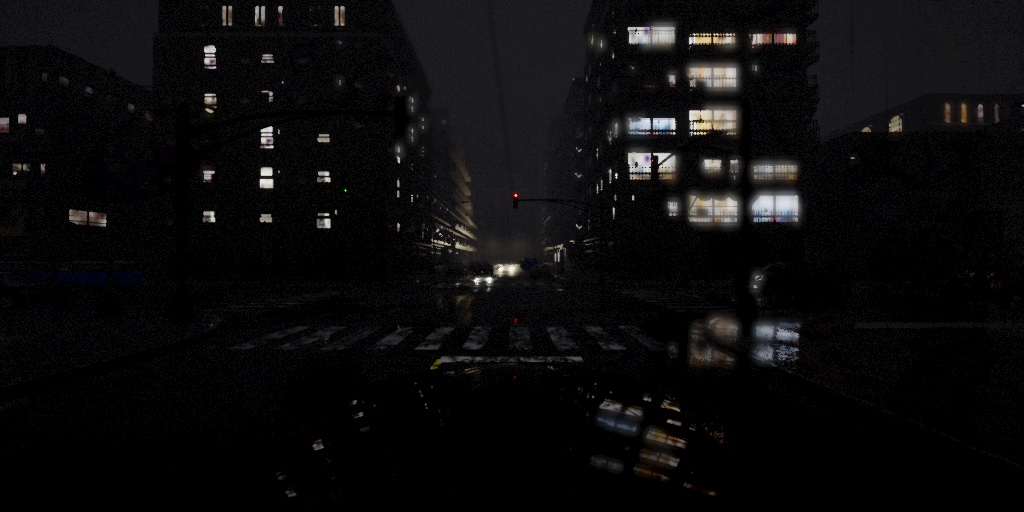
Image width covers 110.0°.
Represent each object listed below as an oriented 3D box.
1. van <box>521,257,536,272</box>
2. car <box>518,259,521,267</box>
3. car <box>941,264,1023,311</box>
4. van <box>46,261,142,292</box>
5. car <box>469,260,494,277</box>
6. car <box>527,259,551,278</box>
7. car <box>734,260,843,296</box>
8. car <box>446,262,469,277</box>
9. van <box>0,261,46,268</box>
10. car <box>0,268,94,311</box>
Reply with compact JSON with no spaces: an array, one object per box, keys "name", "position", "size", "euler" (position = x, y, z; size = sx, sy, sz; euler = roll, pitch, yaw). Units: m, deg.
[{"name":"van","position":[2.495,1.119,47.400],"size":[1.690,1.789,3.998],"euler":[0,0,0]},{"name":"car","position":[2.449,1.100,53.054],"size":[2.192,1.841,5.009],"euler":[0,0,0]},{"name":"car","position":[18.663,1.103,13.140],"size":[4.097,1.591,1.967],"euler":[0,0,1]},{"name":"van","position":[-24.853,1.190,21.599],"size":[3.998,1.789,1.690],"euler":[0,0,1]},{"name":"car","position":[-2.829,1.333,36.073],"size":[1.994,1.385,4.181],"euler":[0,0,0]},{"name":"car","position":[2.623,1.289,33.567],"size":[1.751,1.417,4.829],"euler":[0,0,0]},{"name":"car","position":[14.187,1.094,18.625],"size":[4.553,1.767,2.097],"euler":[0,-1,1]},{"name":"car","position":[-5.522,1.317,36.004],"size":[2.007,1.370,4.403],"euler":[0,0,0]},{"name":"van","position":[-30.447,1.201,21.674],"size":[3.998,1.789,1.690],"euler":[0,0,1]},{"name":"car","position":[-19.364,1.290,13.646],"size":[4.403,1.370,2.007],"euler":[0,0,1]}]
